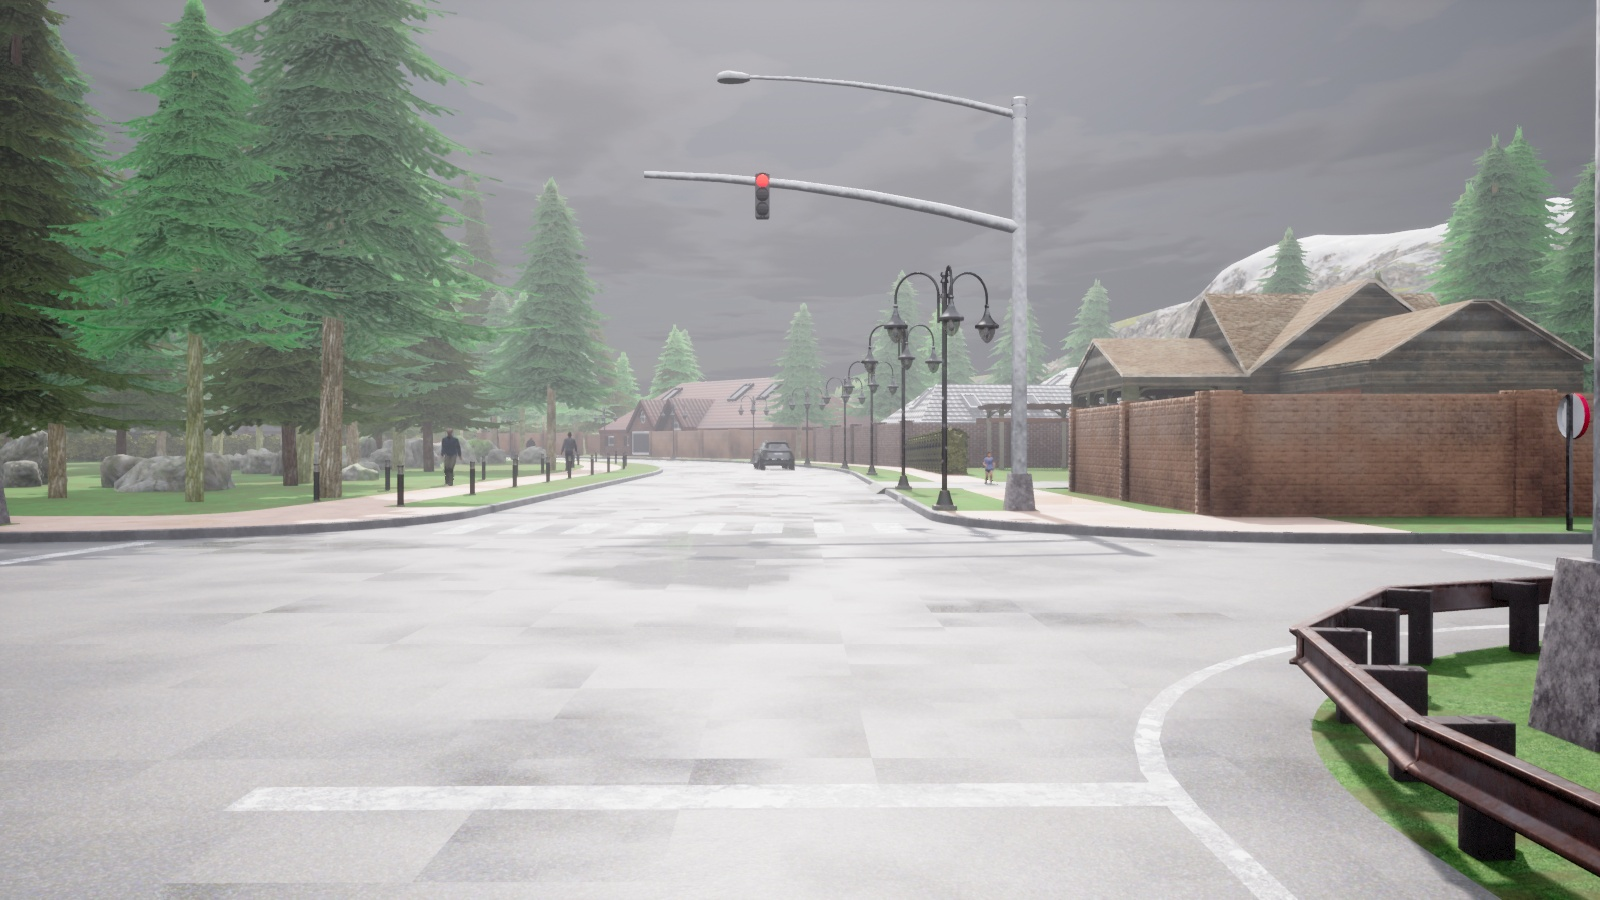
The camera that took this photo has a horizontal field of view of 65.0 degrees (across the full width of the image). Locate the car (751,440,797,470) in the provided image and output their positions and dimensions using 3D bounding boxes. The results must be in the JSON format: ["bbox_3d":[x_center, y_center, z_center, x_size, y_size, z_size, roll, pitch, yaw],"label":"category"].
[{"bbox_3d":[-1.475,0.253,69.544,2.033,1.649,4.856,0,0,-8],"label":"car"}]

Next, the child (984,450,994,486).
[{"bbox_3d":[5.842,0.547,38.839,0.255,1.110,0.394,0,0,2],"label":"child"}]

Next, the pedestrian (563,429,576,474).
[{"bbox_3d":[-9.877,0.060,53.852,0.423,1.949,0.788,0,0,-2],"label":"pedestrian"}]

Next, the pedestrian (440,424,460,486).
[{"bbox_3d":[-10.554,0.150,37.884,0.402,1.842,0.726,0,0,0],"label":"pedestrian"}]
